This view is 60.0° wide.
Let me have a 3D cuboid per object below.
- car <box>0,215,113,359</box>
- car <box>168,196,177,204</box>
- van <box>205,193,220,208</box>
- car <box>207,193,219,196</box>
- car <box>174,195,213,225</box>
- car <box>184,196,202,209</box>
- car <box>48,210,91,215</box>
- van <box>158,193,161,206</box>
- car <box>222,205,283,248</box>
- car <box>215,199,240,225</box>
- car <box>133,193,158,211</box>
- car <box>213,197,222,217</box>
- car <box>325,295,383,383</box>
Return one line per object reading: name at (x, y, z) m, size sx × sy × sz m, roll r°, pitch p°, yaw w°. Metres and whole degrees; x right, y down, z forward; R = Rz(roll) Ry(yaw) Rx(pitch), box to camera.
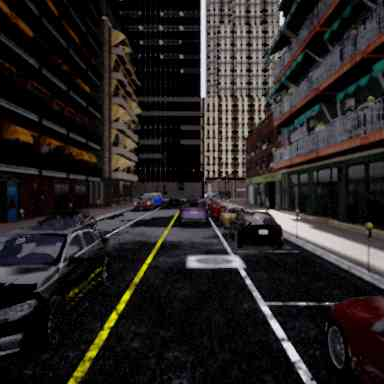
car at (-2.847, 1.445, 6.258) m, size 2.128 × 1.511 × 4.902 m, roll 0°, pitch 0°, yaw 0°
car at (-2.726, 1.272, 53.248) m, size 1.895 × 1.301 × 4.718 m, roll 0°, pitch 0°, yaw 0°
van at (2.589, 1.068, 42.499) m, size 1.690 × 1.788 × 3.998 m, roll 0°, pitch 0°, yaw 0°
car at (2.586, 1.198, 36.810) m, size 1.967 × 1.590 × 4.097 m, roll 0°, pitch 0°, yaw 0°
car at (0.110, 1.277, 22.332) m, size 2.033 × 1.649 × 4.856 m, roll 0°, pitch 1°, yaw 0°
car at (0.119, 1.281, 41.342) m, size 2.033 × 1.411 × 5.357 m, roll 0°, pitch 0°, yaw 0°
car at (-5.305, 1.465, 14.050) m, size 1.947 × 1.339 × 4.313 m, roll 0°, pitch 0°, yaw 0°
van at (-5.292, 1.068, 42.497) m, size 1.690 × 1.788 × 3.998 m, roll 0°, pitch 0°, yaw 0°
car at (2.575, 1.465, 14.053) m, size 1.947 × 1.339 × 4.313 m, roll 0°, pitch 0°, yaw 0°
car at (2.578, 1.386, 19.913) m, size 1.752 × 1.417 × 4.829 m, roll 0°, pitch 0°, yaw 0°
car at (-5.294, 1.198, 36.808) m, size 1.967 × 1.590 × 4.097 m, roll 0°, pitch 0°, yaw 0°
car at (2.580, 1.370, 25.431) m, size 1.887 × 1.381 × 4.507 m, roll 0°, pitch 0°, yaw 0°
car at (2.571, 1.561, 2.674) m, size 1.802 × 1.307 × 4.206 m, roll 0°, pitch 0°, yaw 0°
